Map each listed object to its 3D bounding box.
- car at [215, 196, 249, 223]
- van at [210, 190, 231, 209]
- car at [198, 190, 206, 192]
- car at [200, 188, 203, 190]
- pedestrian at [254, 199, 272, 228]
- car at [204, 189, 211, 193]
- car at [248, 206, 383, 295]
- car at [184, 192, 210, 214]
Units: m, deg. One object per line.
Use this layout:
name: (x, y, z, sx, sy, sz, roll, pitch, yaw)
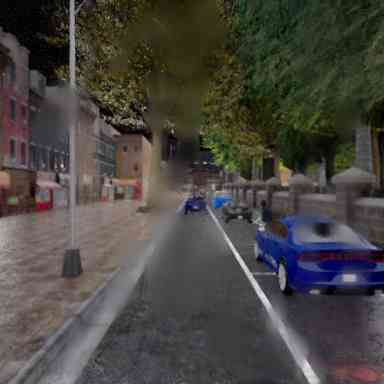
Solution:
car: (2.844, 1.198, 21.618, 2.008, 1.369, 4.403, 1, 1, 1)
van: (2.946, 0.820, 32.512, 1.690, 1.788, 3.998, 1, 1, 1)
car: (0.471, 0.875, 42.578, 2.033, 1.411, 5.357, 0, 1, 1)
car: (3.292, 0.246, 70.653, 2.192, 1.841, 5.009, 1, 1, 1)
pedestrian: (2.447, 1.104, 11.409, 0.375, 1.860, 0.375, 1, 0, 1)
car: (3.143, 0.679, 54.480, 1.752, 1.417, 4.829, 1, 1, 1)
car: (2.827, 1.337, 8.392, 1.882, 1.535, 5.008, 0, 1, 1)
car: (0.350, 1.011, 28.875, 1.882, 1.535, 5.008, 0, 1, 1)
